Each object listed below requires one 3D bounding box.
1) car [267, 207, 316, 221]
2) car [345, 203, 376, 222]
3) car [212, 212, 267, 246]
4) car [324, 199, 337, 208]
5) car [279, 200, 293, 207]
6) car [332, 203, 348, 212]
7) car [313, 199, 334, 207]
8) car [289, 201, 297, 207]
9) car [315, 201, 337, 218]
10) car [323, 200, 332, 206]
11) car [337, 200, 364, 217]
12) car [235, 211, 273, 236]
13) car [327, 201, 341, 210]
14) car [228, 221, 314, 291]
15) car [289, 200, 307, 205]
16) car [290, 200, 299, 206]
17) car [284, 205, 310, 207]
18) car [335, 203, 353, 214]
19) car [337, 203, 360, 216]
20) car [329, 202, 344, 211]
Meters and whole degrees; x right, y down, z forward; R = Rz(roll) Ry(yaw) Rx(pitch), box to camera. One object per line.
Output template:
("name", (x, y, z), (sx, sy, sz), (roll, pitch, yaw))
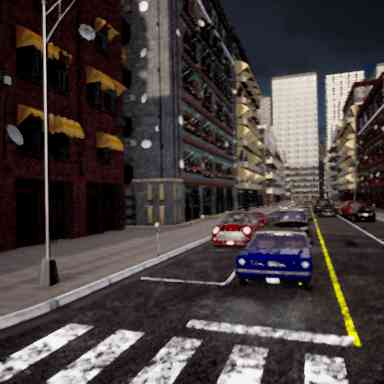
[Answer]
("car", (5.601, 1.807, 18.524), (2.128, 1.511, 4.902), (-1, -1, 19))
("car", (15.256, 1.970, 29.858), (1.947, 1.339, 4.313), (-2, -2, 19))
("car", (2.344, 1.770, 16.696), (1.967, 1.590, 4.097), (-2, -2, 19))
("car", (29.801, 2.378, 71.798), (2.192, 1.841, 5.009), (-2, -2, 19))
("car", (15.078, 2.350, 53.388), (1.967, 1.590, 4.097), (-2, -2, 19))
("car", (22.532, 2.317, 50.825), (1.802, 1.307, 4.206), (-2, -2, 19))
("car", (18.693, 1.950, 47.578), (2.150, 2.045, 5.566), (-1, -1, 19))
("car", (24.119, 2.843, 79.435), (1.752, 1.417, 4.829), (-2, -2, 19))
("car", (15.345, 2.077, 37.773), (1.837, 1.490, 4.892), (-1, -1, 20))
("car", (33.500, 2.754, 82.437), (1.752, 1.417, 4.829), (-2, -2, 19))
("car", (17.068, 1.802, 35.106), (2.192, 1.841, 5.009), (-2, -2, 19))
("car", (4.167, 1.995, 21.934), (1.802, 1.307, 4.206), (-2, -2, 19))
("car", (26.169, 2.450, 61.309), (2.008, 1.369, 4.403), (-2, -2, 19))
("car", (2.586, 1.779, 9.809), (1.895, 1.301, 4.718), (-1, -1, 19))
("car", (14.088, 2.191, 42.712), (2.128, 1.511, 4.902), (-1, -1, 19))
("car", (27.811, 2.924, 90.081), (1.967, 1.590, 4.097), (-2, -2, 19))
("car", (9.204, 2.082, 28.887), (1.895, 1.301, 4.718), (-1, -1, 19))
("car", (20.713, 2.234, 45.583), (1.802, 1.307, 4.206), (-2, -2, 19))
("car", (18.893, 2.121, 40.342), (2.008, 1.369, 4.403), (-2, -2, 19))
("car", (24.351, 2.383, 56.067), (1.947, 1.339, 4.313), (-2, -2, 19))
